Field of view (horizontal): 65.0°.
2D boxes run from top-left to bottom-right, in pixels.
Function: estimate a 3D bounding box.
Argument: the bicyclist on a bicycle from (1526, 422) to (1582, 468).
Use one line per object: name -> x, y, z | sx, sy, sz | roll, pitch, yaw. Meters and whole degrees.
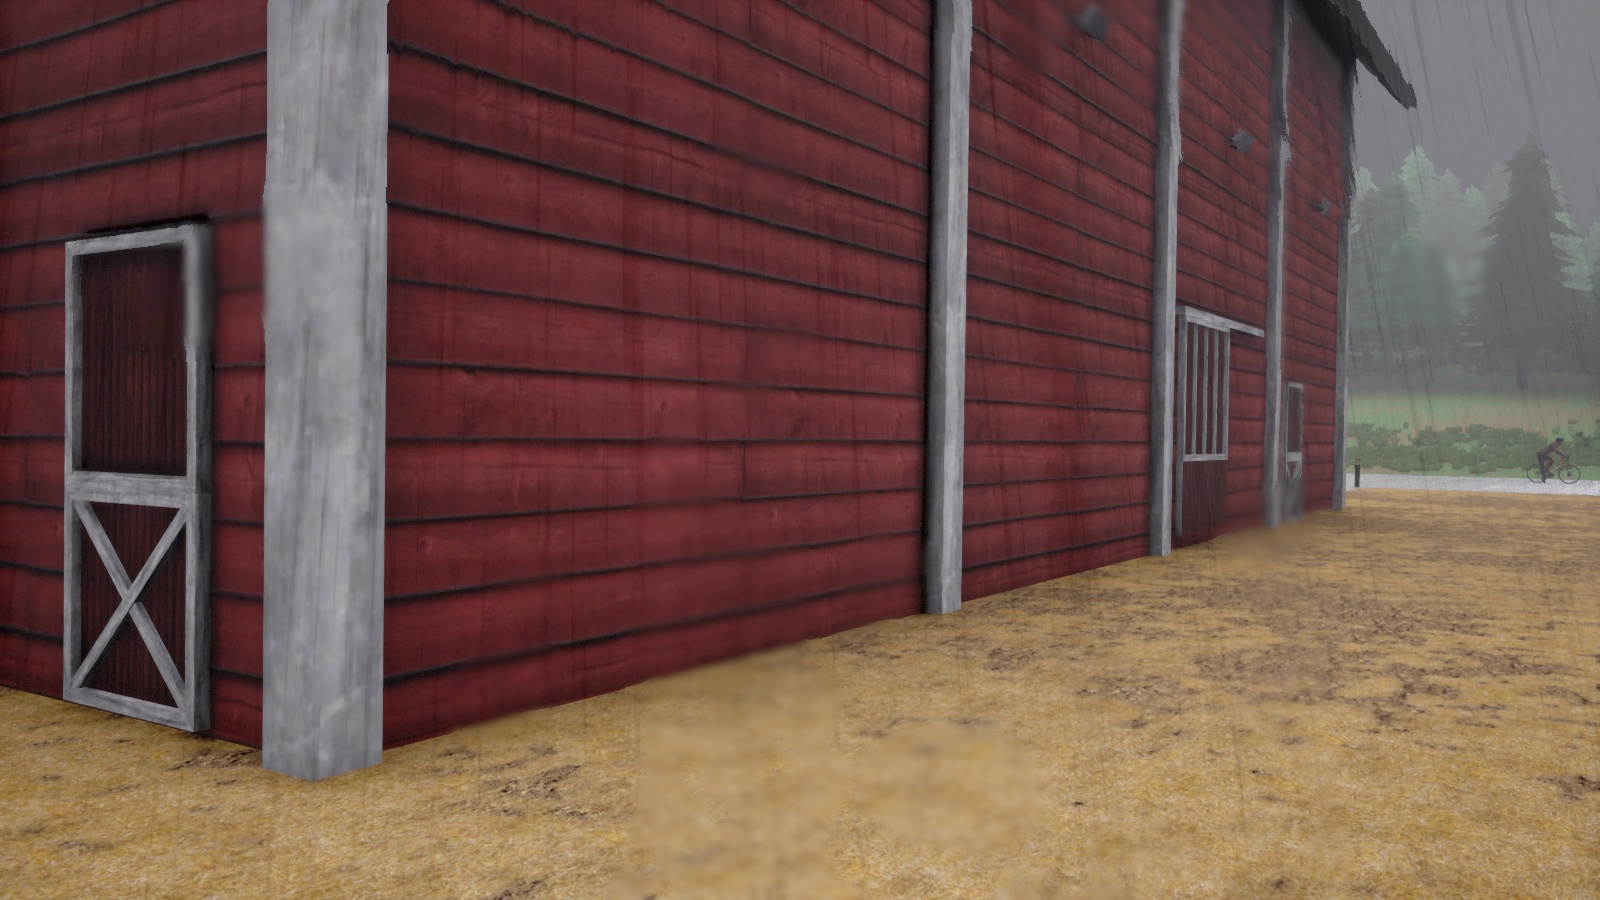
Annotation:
bicyclist on a bicycle -> 26.668, -0.193, 44.434 | 1.656, 1.620, 0.582 | 1, 1, 34
